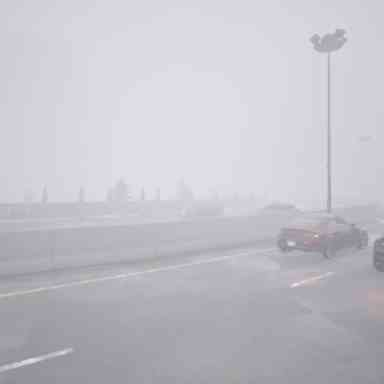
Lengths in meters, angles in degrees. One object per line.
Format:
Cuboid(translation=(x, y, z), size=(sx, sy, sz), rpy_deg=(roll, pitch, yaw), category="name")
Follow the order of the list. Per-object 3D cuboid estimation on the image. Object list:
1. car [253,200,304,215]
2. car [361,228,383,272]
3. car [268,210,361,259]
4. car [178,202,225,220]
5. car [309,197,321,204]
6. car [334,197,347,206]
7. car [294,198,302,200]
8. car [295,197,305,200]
Cuboid(translation=(6.204, 1.579, 24.097), size=(1.837, 1.490, 4.892), rpy_deg=(0, 0, 42), category="car")
Cuboid(translation=(7.003, 1.528, 9.824), size=(4.892, 1.490, 1.837), rpy_deg=(0, 0, -42), category="car")
Cuboid(translation=(5.051, 1.563, 12.756), size=(4.674, 1.442, 1.812), rpy_deg=(0, 0, -42), category="car")
Cuboid(translation=(0.880, 1.590, 28.615), size=(2.128, 1.511, 4.902), rpy_deg=(0, 0, 42), category="car")
Cuboid(translation=(25.444, 1.735, 69.075), size=(2.033, 1.411, 5.357), rpy_deg=(0, 0, 12), category="car")
Cuboid(translation=(26.629, 1.664, 59.759), size=(1.837, 1.490, 4.892), rpy_deg=(0, 0, 19), category="car")
Cuboid(translation=(8.508, 1.590, 32.304), size=(2.128, 1.511, 4.902), rpy_deg=(0, 0, 37), category="car")
Cuboid(translation=(20.867, 1.702, 64.860), size=(2.128, 1.511, 4.902), rpy_deg=(0, 0, 15), category="car")
